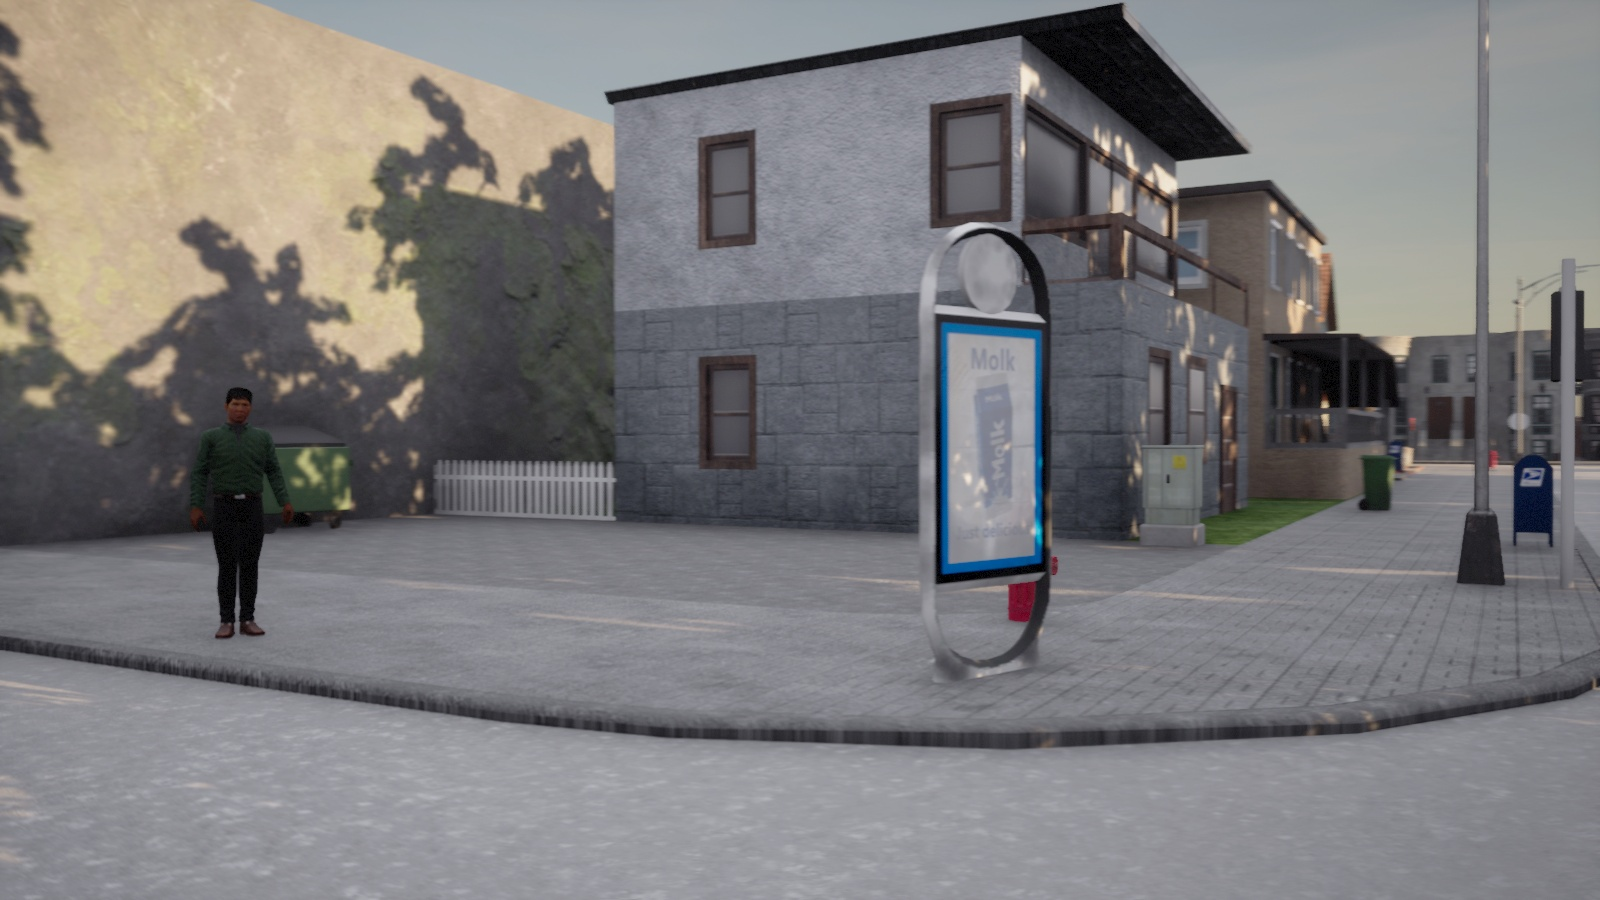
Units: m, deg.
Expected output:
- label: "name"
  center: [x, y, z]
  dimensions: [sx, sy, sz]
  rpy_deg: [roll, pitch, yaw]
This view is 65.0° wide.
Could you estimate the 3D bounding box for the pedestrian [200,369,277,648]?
- label: "pedestrian"
  center: [-4.139, 0.405, 9.241]
  dimensions: [0.423, 1.949, 0.788]
  rpy_deg: [0, 1, -31]
